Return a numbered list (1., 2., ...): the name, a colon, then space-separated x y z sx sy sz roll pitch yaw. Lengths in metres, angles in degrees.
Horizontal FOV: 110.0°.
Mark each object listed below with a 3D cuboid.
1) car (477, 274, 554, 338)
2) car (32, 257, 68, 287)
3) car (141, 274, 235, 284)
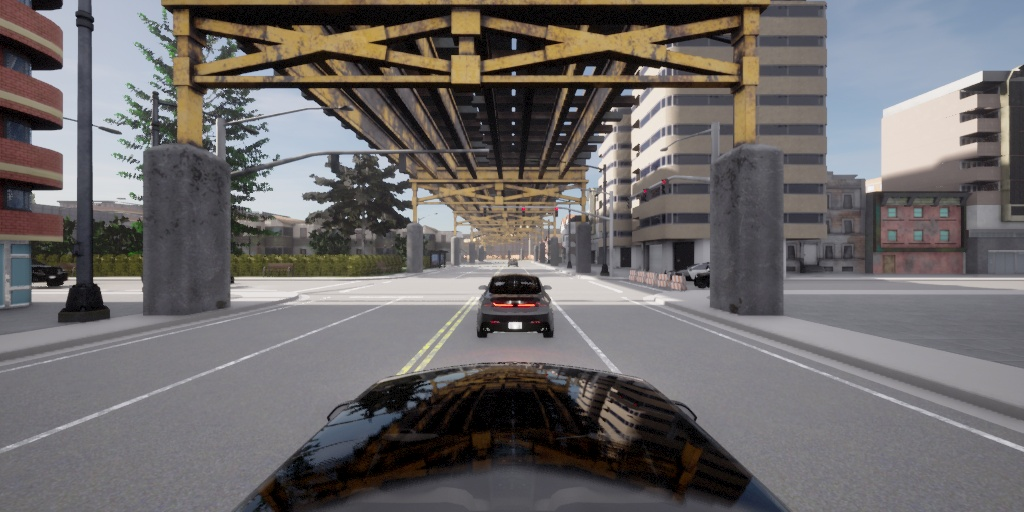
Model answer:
1. car: 0.087 1.255 10.172 1.837 1.490 4.892 0 0 0
2. car: -31.402 0.973 22.353 5.566 2.045 2.150 0 0 0
3. car: -20.035 1.255 22.285 4.892 1.490 1.837 0 0 0
